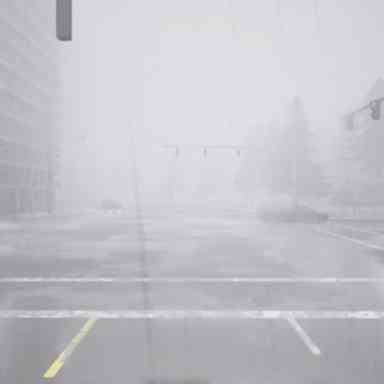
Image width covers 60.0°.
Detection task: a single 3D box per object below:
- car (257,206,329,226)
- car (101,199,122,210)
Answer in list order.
[{"bbox_3d":[7.074,1.672,23.743,4.718,1.301,1.895,0,0,0],"label":"car"},{"bbox_3d":[-10.707,1.583,44.079,2.033,1.411,5.357,0,0,-26],"label":"car"}]
